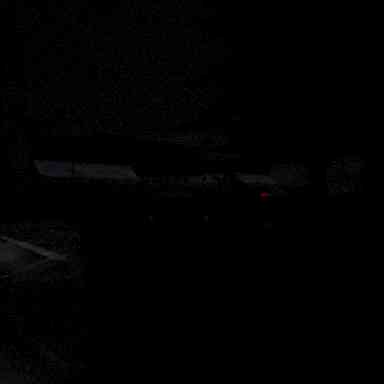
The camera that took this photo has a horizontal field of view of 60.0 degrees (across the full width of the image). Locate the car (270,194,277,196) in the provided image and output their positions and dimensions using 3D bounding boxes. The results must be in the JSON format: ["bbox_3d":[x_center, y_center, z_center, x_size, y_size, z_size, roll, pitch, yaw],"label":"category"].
[{"bbox_3d":[18.448,1.361,79.171,2.152,1.636,5.027,0,0,44],"label":"car"}]
